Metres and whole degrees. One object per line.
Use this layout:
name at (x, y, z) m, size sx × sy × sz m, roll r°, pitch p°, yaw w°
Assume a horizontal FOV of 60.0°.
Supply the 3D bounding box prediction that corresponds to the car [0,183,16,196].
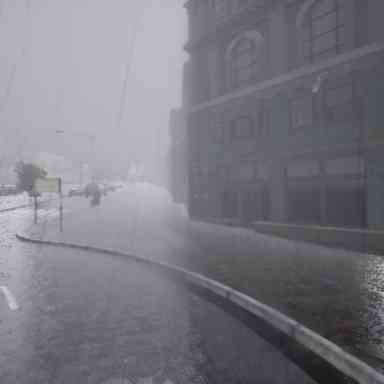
car at (-31.008, -0.079, 52.395) m, size 4.792 × 1.488 × 2.163 m, roll -3°, pitch 5°, yaw -25°

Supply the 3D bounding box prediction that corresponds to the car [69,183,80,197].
car at (-16.796, -0.041, 49.055) m, size 1.812 × 1.442 × 4.674 m, roll -1°, pitch 4°, yaw -4°

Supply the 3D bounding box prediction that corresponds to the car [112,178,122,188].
car at (-15.871, -1.842, 69.149) m, size 2.150 × 2.045 × 5.566 m, roll -1°, pitch 4°, yaw -8°

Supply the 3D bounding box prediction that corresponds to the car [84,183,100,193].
car at (-17.696, -0.745, 59.046) m, size 1.882 × 1.535 × 5.008 m, roll -1°, pitch 4°, yaw -6°

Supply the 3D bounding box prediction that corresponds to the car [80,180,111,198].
car at (-13.703, -0.291, 47.543) m, size 2.150 × 2.045 × 5.566 m, roll -1°, pitch 4°, yaw -2°

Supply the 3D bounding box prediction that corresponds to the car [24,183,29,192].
car at (-31.569, -0.464, 58.280) m, size 4.674 × 1.452 × 2.002 m, roll -3°, pitch 4°, yaw -26°

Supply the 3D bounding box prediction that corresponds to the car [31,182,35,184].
car at (-31.895, -0.699, 61.203) m, size 5.008 × 1.535 × 2.097 m, roll -3°, pitch 5°, yaw -26°

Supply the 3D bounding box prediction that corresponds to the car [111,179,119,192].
car at (-14.687, -0.912, 59.090) m, size 2.097 × 1.767 × 4.553 m, roll -1°, pitch 4°, yaw -6°

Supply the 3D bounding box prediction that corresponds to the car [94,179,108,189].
car at (-18.892, -1.659, 69.125) m, size 2.097 × 1.767 × 4.553 m, roll -1°, pitch 4°, yaw -8°

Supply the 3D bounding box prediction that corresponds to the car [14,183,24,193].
car at (-31.252, -0.308, 55.343) m, size 4.892 × 1.521 × 2.231 m, roll -3°, pitch 5°, yaw -25°
